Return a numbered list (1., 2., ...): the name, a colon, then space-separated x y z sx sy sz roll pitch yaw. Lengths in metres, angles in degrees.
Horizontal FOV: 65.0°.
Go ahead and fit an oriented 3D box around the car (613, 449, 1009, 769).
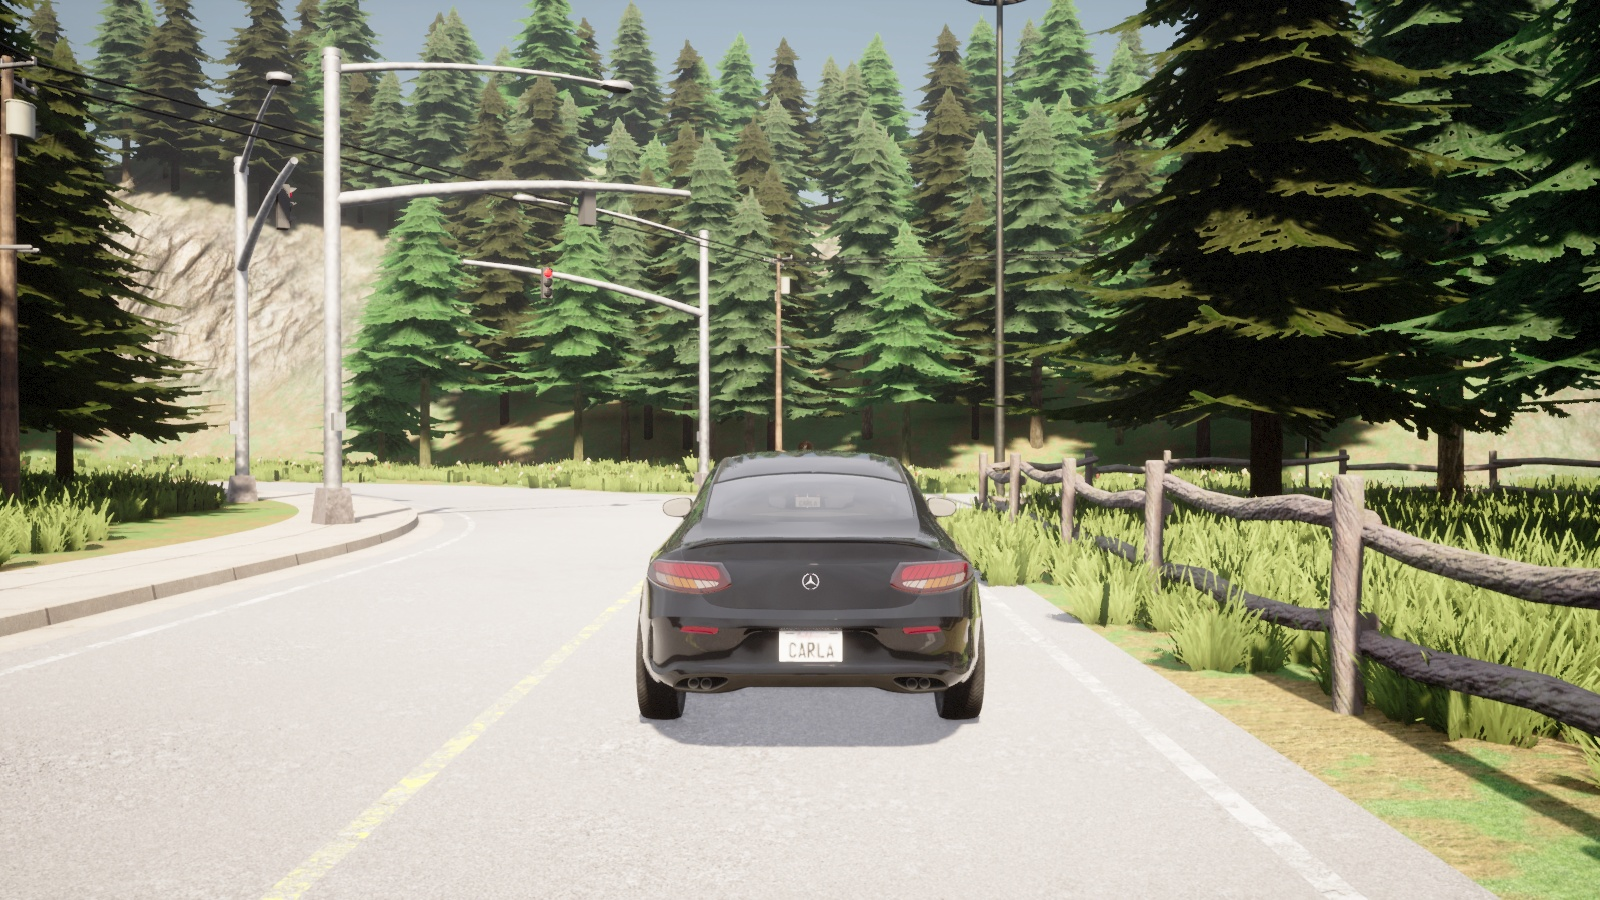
1. car: 0.061 0.727 8.089 1.812 1.442 4.674 0 0 0
